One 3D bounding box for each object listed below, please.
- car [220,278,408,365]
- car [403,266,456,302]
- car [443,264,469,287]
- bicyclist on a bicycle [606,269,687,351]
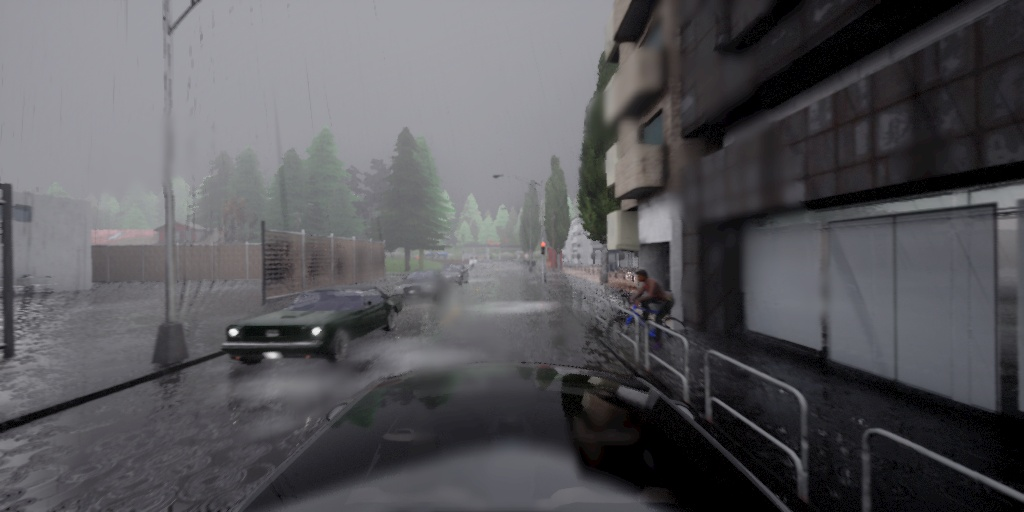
[{"bbox_3d":[-4.129,1.402,8.373,1.895,1.301,4.718,-1,0,0],"label":"car"},{"bbox_3d":[-4.160,1.367,17.209,1.994,1.385,4.181,-1,0,0],"label":"car"},{"bbox_3d":[-4.133,1.298,25.181,2.128,1.511,4.902,-1,0,0],"label":"car"},{"bbox_3d":[2.740,1.099,7.223,1.656,1.620,0.582,3,0,-1],"label":"bicyclist on a bicycle"}]
